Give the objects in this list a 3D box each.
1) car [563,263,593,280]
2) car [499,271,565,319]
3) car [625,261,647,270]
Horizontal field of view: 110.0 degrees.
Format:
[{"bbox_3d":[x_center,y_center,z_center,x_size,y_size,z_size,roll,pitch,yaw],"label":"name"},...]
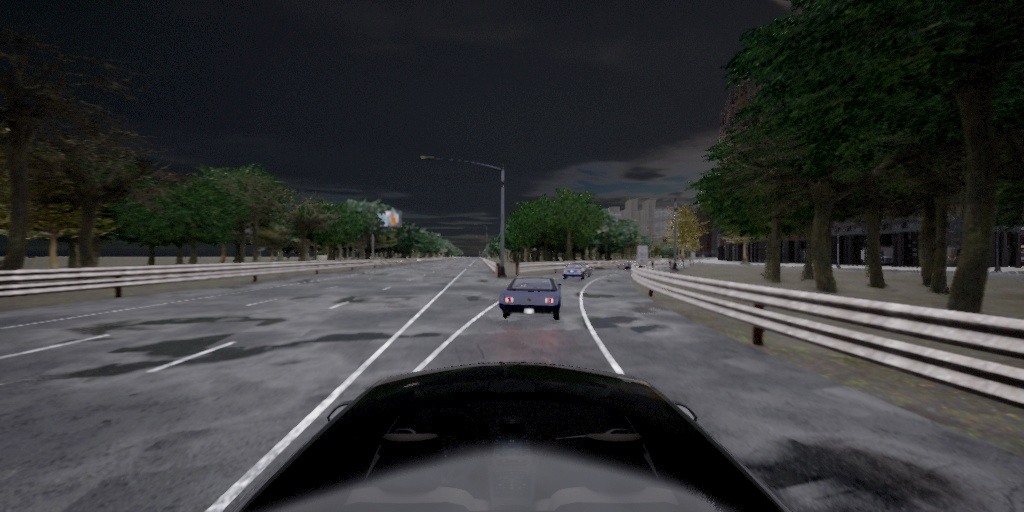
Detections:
[{"bbox_3d":[5.934,1.342,32.188,2.033,1.411,5.357,0,0,22],"label":"car"},{"bbox_3d":[0.844,1.361,12.945,1.895,1.301,4.718,0,0,8],"label":"car"},{"bbox_3d":[18.916,1.448,54.571,1.895,1.301,4.718,0,0,38],"label":"car"}]
